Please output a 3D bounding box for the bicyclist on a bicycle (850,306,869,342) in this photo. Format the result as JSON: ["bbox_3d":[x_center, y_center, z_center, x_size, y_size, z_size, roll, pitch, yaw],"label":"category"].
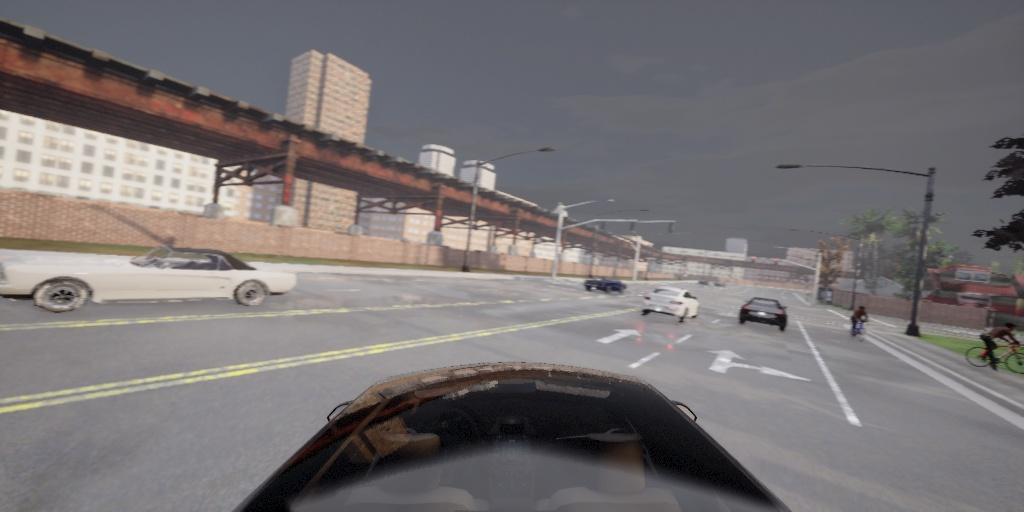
[{"bbox_3d":[16.390,3.180,16.956,0.582,1.620,1.656,7,0,26],"label":"bicyclist on a bicycle"}]

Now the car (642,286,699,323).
[{"bbox_3d":[7.648,2.207,17.161,1.812,1.442,4.674,7,0,36],"label":"car"}]

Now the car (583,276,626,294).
[{"bbox_3d":[7.564,2.287,28.963,1.895,1.301,4.718,7,0,37],"label":"car"}]

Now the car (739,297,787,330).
[{"bbox_3d":[13.339,2.929,18.998,1.994,1.385,4.181,7,0,37],"label":"car"}]

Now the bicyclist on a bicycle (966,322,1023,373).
[{"bbox_3d":[16.350,3.017,11.988,1.656,1.620,0.582,7,0,20],"label":"bicyclist on a bicycle"}]

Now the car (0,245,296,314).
[{"bbox_3d":[-7.830,0.421,8.196,1.895,1.301,4.718,7,0,37],"label":"car"}]
